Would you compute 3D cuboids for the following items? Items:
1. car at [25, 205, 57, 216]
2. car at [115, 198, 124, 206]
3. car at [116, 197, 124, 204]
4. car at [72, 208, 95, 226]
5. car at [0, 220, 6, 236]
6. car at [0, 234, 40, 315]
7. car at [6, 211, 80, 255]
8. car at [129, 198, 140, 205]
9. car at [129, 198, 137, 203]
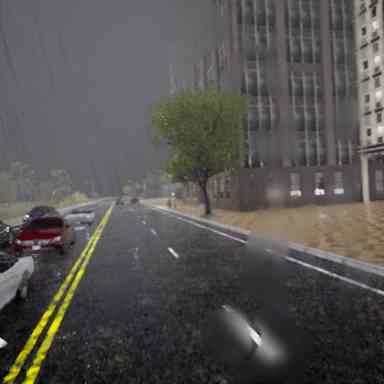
[{"bbox_3d":[-12.528,1.946,27.881,2.097,1.767,4.553,-3,0,-12],"label":"car"},{"bbox_3d":[-15.927,2.277,73.697,2.033,1.411,5.357,-3,0,-12],"label":"car"},{"bbox_3d":[-18.190,2.163,83.870,1.882,1.535,5.008,-3,0,-12],"label":"car"},{"bbox_3d":[-9.057,2.031,27.248,1.895,1.301,4.718,-3,0,-12],"label":"car"},{"bbox_3d":[-9.785,1.991,15.455,1.812,1.442,4.674,-3,0,-12],"label":"car"},{"bbox_3d":[-4.342,1.807,5.909,1.895,1.301,4.718,-3,0,-13],"label":"car"},{"bbox_3d":[-6.264,1.824,14.575,1.812,1.442,4.674,-3,0,-13],"label":"car"},{"bbox_3d":[-12.760,2.087,74.401,1.837,1.490,4.892,-3,0,-12],"label":"car"},{"bbox_3d":[-15.021,2.131,84.602,1.895,1.301,4.718,-3,0,-12],"label":"car"}]
